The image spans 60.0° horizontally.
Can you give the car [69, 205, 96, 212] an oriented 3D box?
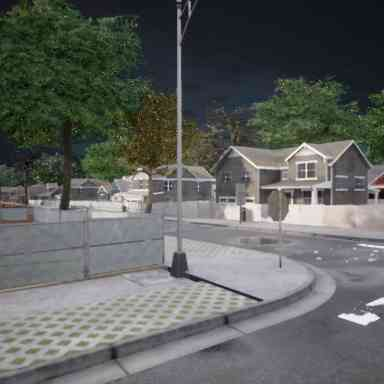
[{"bbox_3d":[-11.784,2.125,35.428,2.033,1.411,5.357,0,-1,-36],"label":"car"}]
